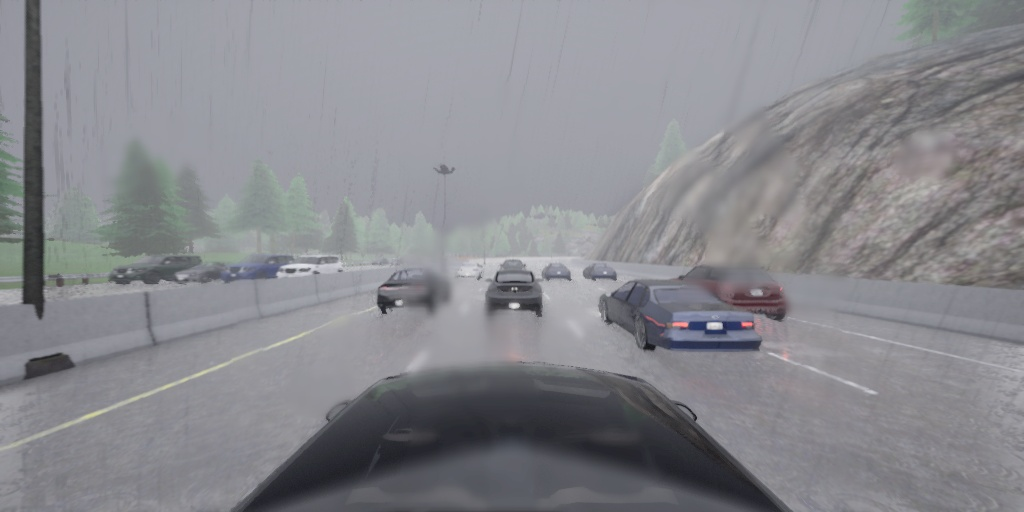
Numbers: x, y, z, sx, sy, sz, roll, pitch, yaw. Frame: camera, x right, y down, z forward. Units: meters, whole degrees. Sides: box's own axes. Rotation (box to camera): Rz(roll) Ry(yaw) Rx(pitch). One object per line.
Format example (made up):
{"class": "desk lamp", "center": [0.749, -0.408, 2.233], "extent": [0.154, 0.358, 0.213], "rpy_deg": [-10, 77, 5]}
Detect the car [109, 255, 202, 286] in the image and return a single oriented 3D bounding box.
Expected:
{"class": "car", "center": [-24.615, 0.928, 25.309], "extent": [2.150, 2.045, 5.566], "rpy_deg": [0, 0, 0]}

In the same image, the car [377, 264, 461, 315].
{"class": "car", "center": [-3.411, 1.216, 13.366], "extent": [2.128, 1.511, 4.902], "rpy_deg": [0, 0, 0]}

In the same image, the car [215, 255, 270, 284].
{"class": "car", "center": [-17.616, 0.925, 25.525], "extent": [2.150, 2.045, 5.566], "rpy_deg": [0, 0, 0]}

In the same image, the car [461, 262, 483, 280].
{"class": "car", "center": [-3.434, 1.213, 29.828], "extent": [1.812, 1.442, 4.674], "rpy_deg": [0, 0, 0]}

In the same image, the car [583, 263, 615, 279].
{"class": "car", "center": [7.078, 1.249, 29.240], "extent": [1.994, 1.385, 4.181], "rpy_deg": [0, 0, 0]}

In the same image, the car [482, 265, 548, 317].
{"class": "car", "center": [0.089, 1.229, 13.079], "extent": [1.837, 1.490, 4.892], "rpy_deg": [0, 0, 0]}

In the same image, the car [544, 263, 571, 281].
{"class": "car", "center": [3.578, 1.250, 29.321], "extent": [1.994, 1.385, 4.181], "rpy_deg": [0, 0, 0]}

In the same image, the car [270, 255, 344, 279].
{"class": "car", "center": [-14.116, 0.924, 25.528], "extent": [2.150, 2.045, 5.566], "rpy_deg": [0, 0, 0]}

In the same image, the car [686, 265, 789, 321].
{"class": "car", "center": [7.089, 1.076, 12.472], "extent": [2.097, 1.767, 4.553], "rpy_deg": [0, 0, 0]}

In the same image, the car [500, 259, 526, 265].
{"class": "car", "center": [0.078, 1.041, 28.509], "extent": [2.097, 1.767, 4.553], "rpy_deg": [0, 0, 0]}

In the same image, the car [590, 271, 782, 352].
{"class": "car", "center": [3.591, 1.280, 8.860], "extent": [2.033, 1.411, 5.357], "rpy_deg": [0, 0, 0]}

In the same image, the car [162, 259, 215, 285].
{"class": "car", "center": [-21.114, 1.194, 25.364], "extent": [2.128, 1.511, 4.902], "rpy_deg": [0, 0, 0]}
